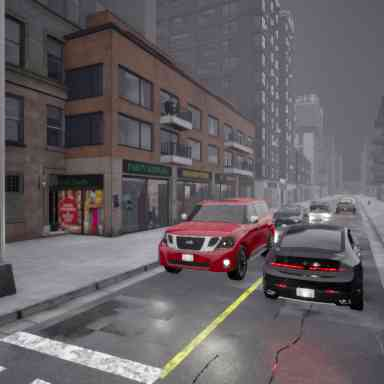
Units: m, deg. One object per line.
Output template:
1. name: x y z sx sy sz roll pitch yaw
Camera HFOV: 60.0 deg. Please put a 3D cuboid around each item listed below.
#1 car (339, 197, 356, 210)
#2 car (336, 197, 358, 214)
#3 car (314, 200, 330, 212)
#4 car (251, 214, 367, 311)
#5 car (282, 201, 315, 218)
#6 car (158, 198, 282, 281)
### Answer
1. car: 20.699 1.468 44.248 1.882 1.535 5.008 0 0 26
2. car: 16.173 1.488 34.852 2.128 1.511 4.902 0 0 27
3. car: 14.730 1.607 38.342 1.895 1.301 4.718 0 0 27
4. car: 3.034 1.507 7.974 1.837 1.490 4.892 0 0 26
5. car: 6.426 1.562 21.447 2.033 1.411 5.357 0 0 26
6. car: 1.102 1.236 10.521 2.150 2.045 5.566 0 0 26
